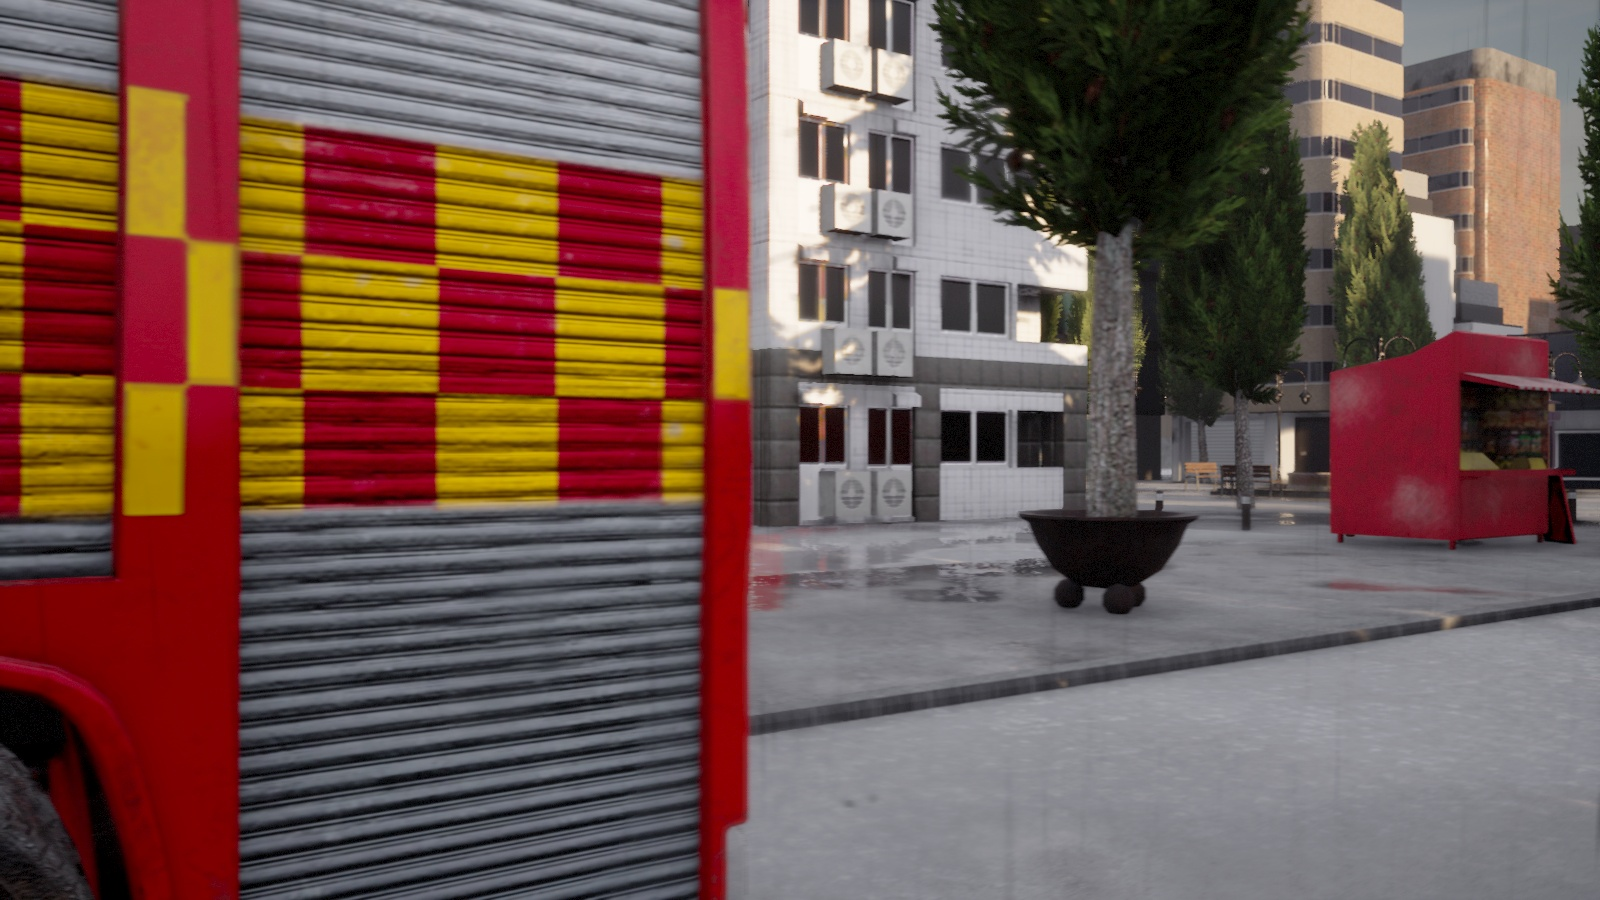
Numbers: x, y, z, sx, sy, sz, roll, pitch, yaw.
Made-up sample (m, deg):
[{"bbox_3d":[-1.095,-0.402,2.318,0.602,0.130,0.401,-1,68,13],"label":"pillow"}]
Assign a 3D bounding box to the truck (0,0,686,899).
[{"bbox_3d":[-4.520,-0.403,1.126,8.468,3.827,2.891,0,0,-35],"label":"truck"}]
